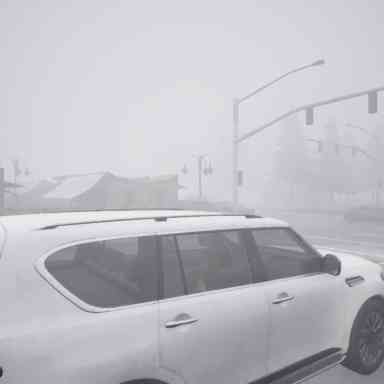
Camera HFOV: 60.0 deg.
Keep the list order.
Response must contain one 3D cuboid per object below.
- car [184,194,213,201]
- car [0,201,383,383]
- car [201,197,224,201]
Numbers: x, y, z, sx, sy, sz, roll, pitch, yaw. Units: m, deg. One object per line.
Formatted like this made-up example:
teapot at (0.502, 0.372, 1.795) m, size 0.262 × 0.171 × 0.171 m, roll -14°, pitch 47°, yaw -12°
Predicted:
car at (1.268, 1.221, 36.926) m, size 2.150 × 2.045 × 5.566 m, roll 0°, pitch 0°, yaw -37°
car at (0.183, 1.221, 3.944) m, size 5.566 × 2.045 × 2.150 m, roll 0°, pitch 0°, yaw -35°
car at (3.202, 1.478, 28.438) m, size 1.882 × 1.535 × 5.008 m, roll 0°, pitch 0°, yaw -35°
